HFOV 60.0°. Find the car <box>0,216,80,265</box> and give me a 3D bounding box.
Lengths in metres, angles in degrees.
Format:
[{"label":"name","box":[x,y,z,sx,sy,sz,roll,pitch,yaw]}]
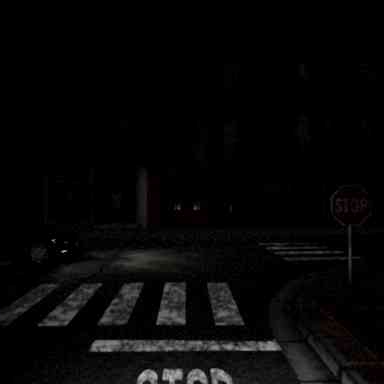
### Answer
[{"label":"car","box":[-6.400,1.540,11.231,5.008,1.535,1.882,-1,-1,-1]}]
